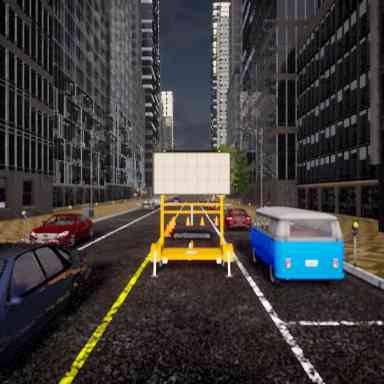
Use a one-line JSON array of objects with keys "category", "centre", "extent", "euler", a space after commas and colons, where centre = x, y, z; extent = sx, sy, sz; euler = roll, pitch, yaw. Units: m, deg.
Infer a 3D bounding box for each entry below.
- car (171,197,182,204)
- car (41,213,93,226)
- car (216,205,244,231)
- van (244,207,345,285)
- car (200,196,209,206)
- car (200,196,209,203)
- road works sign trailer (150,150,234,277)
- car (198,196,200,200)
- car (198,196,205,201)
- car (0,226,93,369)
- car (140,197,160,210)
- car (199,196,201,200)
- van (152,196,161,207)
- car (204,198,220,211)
[{"category": "car", "centre": [-3.005, 1.673, 64.425], "extent": [1.812, 1.442, 4.674], "euler": [0, 0, 0]}, {"category": "car", "centre": [-5.692, 1.622, 15.008], "extent": [1.802, 1.307, 4.206], "euler": [0, 0, 0]}, {"category": "car", "centre": [2.689, 1.638, 20.698], "extent": [1.802, 1.307, 4.206], "euler": [0, 0, 0]}, {"category": "van", "centre": [2.689, 1.366, 9.315], "extent": [1.690, 1.788, 3.998], "euler": [0, 0, 0]}, {"category": "car", "centre": [2.687, 1.677, 49.161], "extent": [2.008, 1.369, 4.403], "euler": [0, 0, 0]}, {"category": "car", "centre": [2.685, 1.596, 71.931], "extent": [1.967, 1.590, 4.097], "euler": [0, 0, 0]}, {"category": "road works sign trailer", "centre": [-0.001, 0.492, 10.336], "extent": [2.380, 3.560, 2.880], "euler": [0, 0, 0]}, {"category": "car", "centre": [2.686, 1.589, 66.239], "extent": [1.967, 1.590, 4.097], "euler": [0, 0, 0]}, {"category": "car", "centre": [2.684, 1.718, 94.701], "extent": [1.887, 1.381, 4.507], "euler": [0, 0, 0]}, {"category": "car", "centre": [-3.101, 1.561, 5.100], "extent": [2.033, 1.411, 5.357], "euler": [0, 0, 0]}, {"category": "car", "centre": [-5.694, 1.665, 43.471], "extent": [2.008, 1.369, 4.403], "euler": [0, 0, 0]}, {"category": "car", "centre": [2.686, 1.686, 54.853], "extent": [2.008, 1.369, 4.403], "euler": [0, 0, 0]}, {"category": "van", "centre": [-5.694, 1.477, 54.857], "extent": [1.690, 1.788, 3.998], "euler": [0, 0, 0]}, {"category": "car", "centre": [2.687, 1.683, 37.776], "extent": [1.802, 1.307, 4.206], "euler": [0, 0, 0]}]
